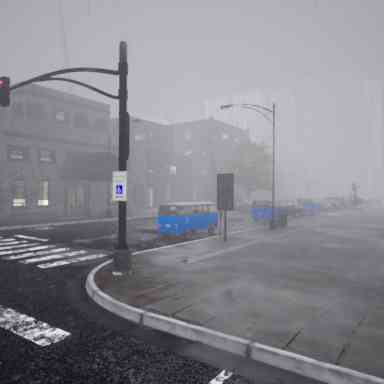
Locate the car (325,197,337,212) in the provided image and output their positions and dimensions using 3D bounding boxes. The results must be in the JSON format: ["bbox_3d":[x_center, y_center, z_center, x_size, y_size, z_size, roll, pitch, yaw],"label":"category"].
[{"bbox_3d":[15.876,1.671,40.378,1.752,1.417,4.829,0,0,35],"label":"car"}]

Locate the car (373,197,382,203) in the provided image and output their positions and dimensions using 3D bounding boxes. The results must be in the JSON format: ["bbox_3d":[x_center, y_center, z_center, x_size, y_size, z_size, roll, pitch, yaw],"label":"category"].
[{"bbox_3d":[44.359,1.899,80.893,1.947,1.339,4.313,0,0,35],"label":"car"}]

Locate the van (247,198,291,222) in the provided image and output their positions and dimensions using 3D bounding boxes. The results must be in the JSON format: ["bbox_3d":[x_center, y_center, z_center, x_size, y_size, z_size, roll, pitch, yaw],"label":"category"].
[{"bbox_3d":[6.252,1.436,26.687,1.690,1.788,3.998,0,0,35],"label":"van"}]

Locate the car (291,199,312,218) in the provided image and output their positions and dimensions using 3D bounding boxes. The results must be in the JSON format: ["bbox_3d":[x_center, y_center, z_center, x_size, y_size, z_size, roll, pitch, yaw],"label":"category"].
[{"bbox_3d":[9.427,1.655,31.203,1.887,1.381,4.507,0,0,35],"label":"car"}]

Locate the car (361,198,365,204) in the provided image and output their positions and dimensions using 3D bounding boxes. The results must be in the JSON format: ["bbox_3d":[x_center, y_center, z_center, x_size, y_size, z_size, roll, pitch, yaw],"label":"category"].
[{"bbox_3d":[28.579,1.748,58.447,1.752,1.417,4.829,0,0,35],"label":"car"}]

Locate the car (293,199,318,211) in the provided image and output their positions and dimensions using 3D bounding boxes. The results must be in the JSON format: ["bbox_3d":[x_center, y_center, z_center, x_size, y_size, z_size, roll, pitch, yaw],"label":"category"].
[{"bbox_3d":[14.801,1.696,43.341,1.994,1.385,4.181,1,0,35],"label":"car"}]

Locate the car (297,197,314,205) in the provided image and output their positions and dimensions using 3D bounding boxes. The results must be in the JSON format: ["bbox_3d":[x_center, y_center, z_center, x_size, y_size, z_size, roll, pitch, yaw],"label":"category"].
[{"bbox_3d":[21.635,1.705,63.141,1.887,1.381,4.507,0,0,35],"label":"car"}]

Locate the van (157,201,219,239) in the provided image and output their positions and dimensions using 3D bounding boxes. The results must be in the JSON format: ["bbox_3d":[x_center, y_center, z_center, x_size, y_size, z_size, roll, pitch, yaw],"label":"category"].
[{"bbox_3d":[-0.099,1.406,17.652,1.690,1.788,3.998,0,0,35],"label":"van"}]

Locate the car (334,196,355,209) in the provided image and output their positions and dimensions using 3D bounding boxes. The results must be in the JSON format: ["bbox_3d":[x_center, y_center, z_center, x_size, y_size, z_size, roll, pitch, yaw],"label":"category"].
[{"bbox_3d":[22.131,1.497,49.273,2.192,1.841,5.009,0,0,35],"label":"car"}]

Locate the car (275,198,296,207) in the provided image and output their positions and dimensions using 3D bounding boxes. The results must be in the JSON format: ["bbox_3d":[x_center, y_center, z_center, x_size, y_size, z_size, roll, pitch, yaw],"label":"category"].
[{"bbox_3d":[15.284,1.665,54.107,1.887,1.381,4.507,0,0,35],"label":"car"}]

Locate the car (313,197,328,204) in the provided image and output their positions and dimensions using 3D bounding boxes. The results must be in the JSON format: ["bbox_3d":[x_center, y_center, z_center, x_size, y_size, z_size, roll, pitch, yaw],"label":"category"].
[{"bbox_3d":[27.888,1.728,72.036,1.752,1.417,4.829,0,0,35],"label":"car"}]

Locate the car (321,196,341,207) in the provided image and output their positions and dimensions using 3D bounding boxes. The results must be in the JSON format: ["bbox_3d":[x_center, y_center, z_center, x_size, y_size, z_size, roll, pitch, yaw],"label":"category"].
[{"bbox_3d":[22.979,1.533,54.976,2.097,1.767,4.553,1,0,35],"label":"car"}]

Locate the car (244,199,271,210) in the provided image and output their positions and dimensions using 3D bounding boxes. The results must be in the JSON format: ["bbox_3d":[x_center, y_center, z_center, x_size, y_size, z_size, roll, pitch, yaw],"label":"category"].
[{"bbox_3d":[8.933,1.628,45.073,1.887,1.381,4.507,0,0,35],"label":"car"}]

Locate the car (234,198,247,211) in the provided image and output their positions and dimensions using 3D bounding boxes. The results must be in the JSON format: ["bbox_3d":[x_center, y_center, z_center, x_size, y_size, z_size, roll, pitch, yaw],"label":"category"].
[{"bbox_3d":[5.759,1.506,40.556,1.967,1.590,4.097,0,0,35],"label":"car"}]

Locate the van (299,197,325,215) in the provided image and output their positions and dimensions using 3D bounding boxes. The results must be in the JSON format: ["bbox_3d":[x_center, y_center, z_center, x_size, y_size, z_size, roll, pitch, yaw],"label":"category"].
[{"bbox_3d":[12.604,1.469,35.721,1.690,1.788,3.998,0,0,35],"label":"van"}]

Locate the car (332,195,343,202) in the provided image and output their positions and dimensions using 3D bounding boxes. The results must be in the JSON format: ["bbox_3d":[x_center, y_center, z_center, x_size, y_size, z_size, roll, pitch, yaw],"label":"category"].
[{"bbox_3d":[37.513,1.712,85.727,1.967,1.590,4.097,0,0,35],"label":"car"}]

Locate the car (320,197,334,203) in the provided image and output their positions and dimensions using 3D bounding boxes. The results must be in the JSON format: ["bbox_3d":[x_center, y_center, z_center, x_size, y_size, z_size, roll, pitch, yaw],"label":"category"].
[{"bbox_3d":[31.161,1.792,76.693,1.947,1.339,4.313,0,0,35],"label":"car"}]

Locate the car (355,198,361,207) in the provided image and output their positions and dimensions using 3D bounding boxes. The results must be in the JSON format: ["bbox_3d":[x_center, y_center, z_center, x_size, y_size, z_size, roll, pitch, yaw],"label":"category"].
[{"bbox_3d":[25.307,1.516,53.791,2.192,1.841,5.009,0,0,35],"label":"car"}]

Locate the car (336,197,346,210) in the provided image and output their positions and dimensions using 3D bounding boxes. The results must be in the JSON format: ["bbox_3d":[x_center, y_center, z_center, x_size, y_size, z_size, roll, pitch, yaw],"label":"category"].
[{"bbox_3d":[18.953,1.729,44.755,1.947,1.339,4.313,0,0,35],"label":"car"}]

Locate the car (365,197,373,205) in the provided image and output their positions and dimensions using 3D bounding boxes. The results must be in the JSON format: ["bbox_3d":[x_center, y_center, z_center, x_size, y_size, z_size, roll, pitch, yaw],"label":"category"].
[{"bbox_3d":[34.832,1.809,67.342,1.887,1.381,4.507,0,0,35],"label":"car"}]

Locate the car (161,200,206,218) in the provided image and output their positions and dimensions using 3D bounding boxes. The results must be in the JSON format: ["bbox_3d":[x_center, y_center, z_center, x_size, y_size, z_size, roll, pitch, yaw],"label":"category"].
[{"bbox_3d":[-0.691,1.558,31.381,1.752,1.417,4.829,0,0,35],"label":"car"}]
